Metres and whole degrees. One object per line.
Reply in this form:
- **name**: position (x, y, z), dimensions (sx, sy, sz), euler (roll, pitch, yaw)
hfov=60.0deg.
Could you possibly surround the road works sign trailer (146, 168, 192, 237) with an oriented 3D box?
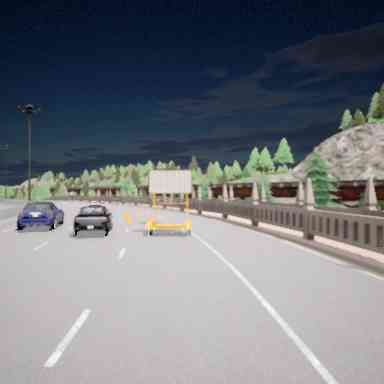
- **road works sign trailer**: position (-1.156, 0.505, 18.231), dimensions (2.380, 3.560, 2.880), euler (0, 0, 2)

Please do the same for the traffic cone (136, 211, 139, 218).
- **traffic cone**: position (-4.982, 2.031, 30.427), dimensions (0.340, 0.580, 0.340), euler (0, 0, -13)

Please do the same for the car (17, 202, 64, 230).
- **car**: position (-9.742, 1.423, 21.734), dimensions (2.097, 1.767, 4.553), euler (0, 0, -13)

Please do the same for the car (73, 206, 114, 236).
- **car**: position (-5.574, 1.544, 19.047), dimensions (2.128, 1.511, 4.902), euler (0, 0, -11)

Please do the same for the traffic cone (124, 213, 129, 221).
- **traffic cone**: position (-4.603, 2.018, 24.356), dimensions (0.340, 0.580, 0.340), euler (0, 0, -13)
